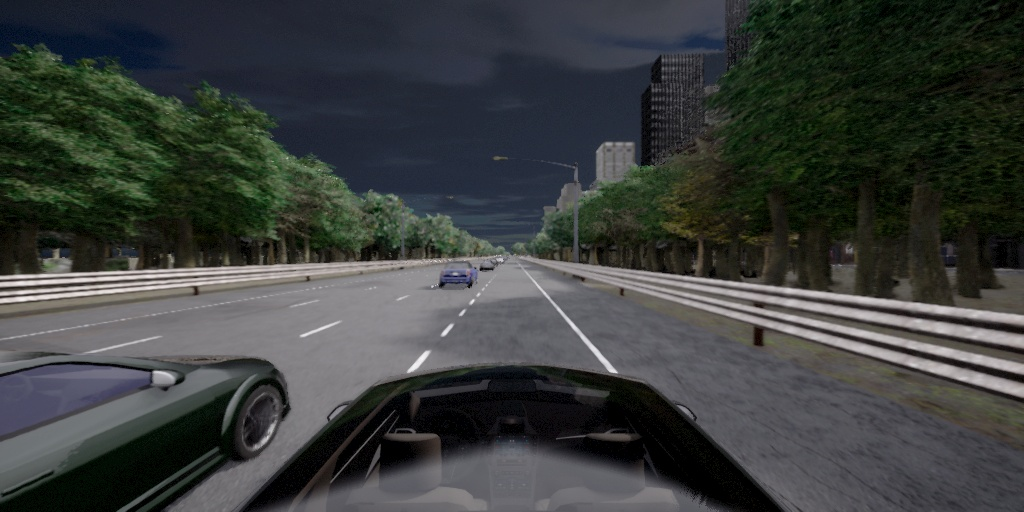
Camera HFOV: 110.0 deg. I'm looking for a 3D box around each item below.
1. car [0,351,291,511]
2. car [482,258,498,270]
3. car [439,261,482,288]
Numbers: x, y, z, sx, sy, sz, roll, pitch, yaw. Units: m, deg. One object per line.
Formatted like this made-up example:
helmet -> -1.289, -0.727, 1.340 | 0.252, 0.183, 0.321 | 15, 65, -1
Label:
car -> -3.501, 1.315, 2.352 | 1.994, 1.385, 4.181 | 0, 0, 0
car -> -3.476, 1.347, 51.478 | 1.994, 1.385, 4.181 | 0, 0, 0
car -> -3.490, 1.120, 24.302 | 2.097, 1.767, 4.553 | 0, 0, 0
